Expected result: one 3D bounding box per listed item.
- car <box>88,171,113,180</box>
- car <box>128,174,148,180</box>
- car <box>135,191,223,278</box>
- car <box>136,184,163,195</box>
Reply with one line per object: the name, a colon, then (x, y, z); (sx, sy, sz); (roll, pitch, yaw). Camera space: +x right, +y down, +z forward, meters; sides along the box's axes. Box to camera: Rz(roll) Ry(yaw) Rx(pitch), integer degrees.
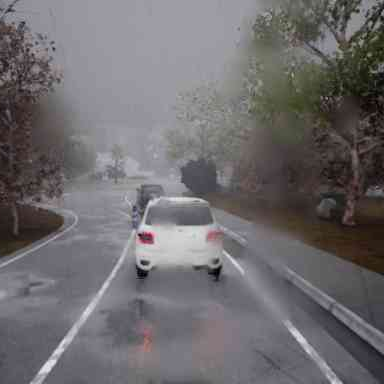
car: (-21.401, -3.798, 78.142); (5.566, 2.045, 2.150); (0, 5, -1)
car: (-12.892, -3.571, 79.158); (4.718, 1.301, 1.895); (2, 5, 26)
car: (-0.472, 1.141, 10.167); (2.150, 2.045, 5.566); (0, 1, -4)
car: (-3.813, 0.266, 30.330); (2.150, 2.045, 5.566); (-1, 4, -14)
